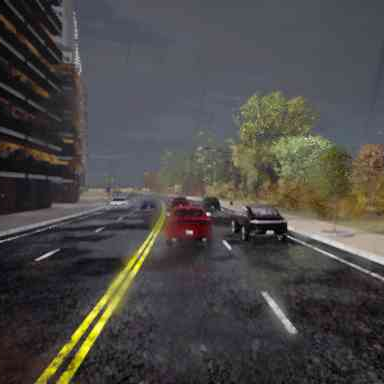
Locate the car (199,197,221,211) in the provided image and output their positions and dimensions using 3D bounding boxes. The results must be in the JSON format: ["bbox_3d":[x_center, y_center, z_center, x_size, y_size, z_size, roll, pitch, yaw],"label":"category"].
[{"bbox_3d":[1.954,1.266,36.400,1.837,1.490,4.892,0,1,-4],"label":"car"}]

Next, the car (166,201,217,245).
[{"bbox_3d":[-0.164,1.382,15.131,1.882,1.535,5.008,0,0,-2],"label":"car"}]

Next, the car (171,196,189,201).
[{"bbox_3d":[-1.384,1.238,37.551,1.882,1.535,5.008,0,0,-4],"label":"car"}]

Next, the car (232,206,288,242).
[{"bbox_3d":[3.060,1.386,15.722,2.128,1.511,4.902,0,1,-2],"label":"car"}]

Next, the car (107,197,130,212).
[{"bbox_3d":[-7.858,1.230,35.962,1.812,1.442,4.674,0,0,-4],"label":"car"}]

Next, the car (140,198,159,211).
[{"bbox_3d":[-4.615,1.291,36.175,1.895,1.301,4.718,0,0,-4],"label":"car"}]
